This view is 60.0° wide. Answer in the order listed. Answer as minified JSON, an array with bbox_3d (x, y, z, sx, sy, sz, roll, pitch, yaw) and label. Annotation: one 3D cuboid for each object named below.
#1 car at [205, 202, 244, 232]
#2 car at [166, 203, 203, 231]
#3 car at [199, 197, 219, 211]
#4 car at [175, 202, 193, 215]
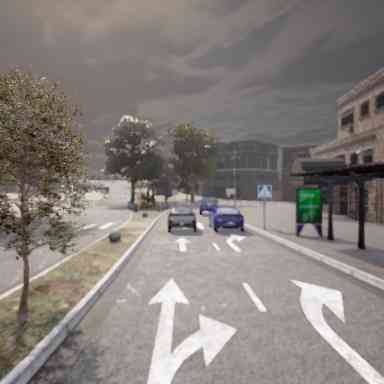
[{"bbox_3d":[2.185,1.709,22.137,1.882,1.535,5.008,0,0,-2],"label":"car"},{"bbox_3d":[-0.692,1.732,22.340,2.128,1.511,4.902,0,0,-3],"label":"car"},{"bbox_3d":[2.001,1.552,38.967,2.150,2.045,5.566,0,0,2],"label":"car"},{"bbox_3d":[-0.869,1.934,39.115,1.895,1.301,4.718,0,0,2],"label":"car"}]
